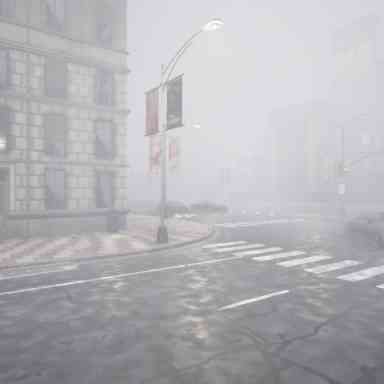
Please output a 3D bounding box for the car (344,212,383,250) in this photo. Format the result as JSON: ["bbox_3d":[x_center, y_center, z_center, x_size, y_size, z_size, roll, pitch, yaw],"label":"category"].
[{"bbox_3d":[8.210,1.564,14.181,1.994,1.385,4.181,0,0,2],"label":"car"}]

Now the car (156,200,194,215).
[{"bbox_3d":[-2.087,1.564,34.770,1.994,1.385,4.181,0,0,-36],"label":"car"}]

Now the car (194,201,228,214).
[{"bbox_3d":[1.730,1.601,35.454,1.895,1.301,4.718,0,0,-36],"label":"car"}]
